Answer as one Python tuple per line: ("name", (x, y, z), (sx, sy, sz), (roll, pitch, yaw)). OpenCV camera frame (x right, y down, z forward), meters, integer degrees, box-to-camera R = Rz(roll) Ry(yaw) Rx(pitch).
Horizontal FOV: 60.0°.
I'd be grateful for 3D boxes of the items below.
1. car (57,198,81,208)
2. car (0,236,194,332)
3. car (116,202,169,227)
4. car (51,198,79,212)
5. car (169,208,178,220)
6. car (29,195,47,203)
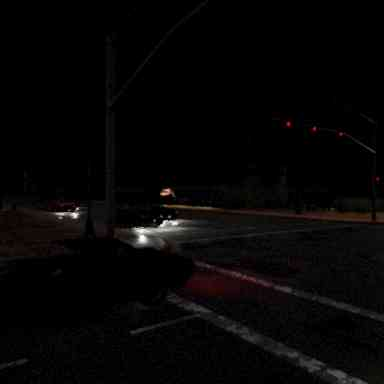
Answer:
("car", (-18.612, 1.598, 50.134), (2.033, 1.411, 5.357), (0, 0, -35))
("car", (-2.364, 1.607, 6.487), (4.718, 1.301, 1.895), (0, 0, -36))
("car", (-3.763, 1.564, 23.294), (1.812, 1.442, 4.674), (0, 0, -36))
("car", (-15.208, 1.515, 39.274), (1.882, 1.535, 5.008), (0, 0, -35))
("car", (-3.333, 1.598, 28.670), (2.033, 1.411, 5.357), (0, 0, -36))
("car", (-24.107, 1.131, 51.879), (1.882, 1.535, 5.008), (0, 0, -36))
